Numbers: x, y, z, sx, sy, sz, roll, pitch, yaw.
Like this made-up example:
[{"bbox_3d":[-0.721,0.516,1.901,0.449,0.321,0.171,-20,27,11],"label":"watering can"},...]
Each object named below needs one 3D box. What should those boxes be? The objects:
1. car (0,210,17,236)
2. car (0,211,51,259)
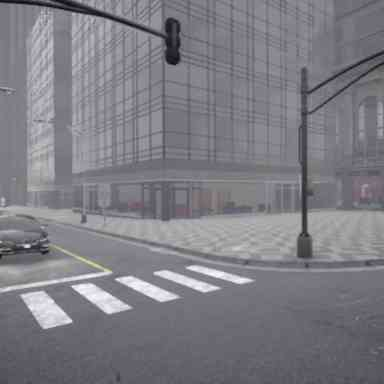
[{"bbox_3d":[-12.576,1.905,21.051,1.994,1.385,4.181,0,-1,-36],"label":"car"},{"bbox_3d":[-7.237,1.706,13.703,1.837,1.490,4.892,0,-1,-36],"label":"car"}]
